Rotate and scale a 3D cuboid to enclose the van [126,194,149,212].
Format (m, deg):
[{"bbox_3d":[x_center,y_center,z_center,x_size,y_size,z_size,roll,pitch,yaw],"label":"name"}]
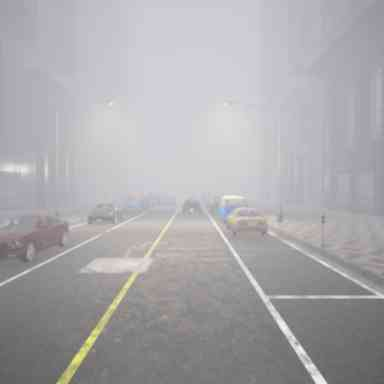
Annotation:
[{"bbox_3d":[-5.780,1.068,34.184,1.690,1.788,3.998,0,0,0],"label":"van"}]

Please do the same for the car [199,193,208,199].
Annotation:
[{"bbox_3d":[2.727,0.942,79.290,1.947,1.339,4.313,0,0,0],"label":"car"}]

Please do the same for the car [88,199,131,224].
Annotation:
[{"bbox_3d":[-5.775,1.381,22.913,1.947,1.339,4.313,0,0,0],"label":"car"}]

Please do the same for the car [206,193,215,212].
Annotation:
[{"bbox_3d":[2.745,1.167,34.200,1.967,1.590,4.097,0,0,0],"label":"car"}]

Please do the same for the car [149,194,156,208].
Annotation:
[{"bbox_3d":[-5.782,1.249,39.822,1.947,1.339,4.313,0,0,0],"label":"car"}]

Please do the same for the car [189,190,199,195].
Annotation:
[{"bbox_3d":[-0.023,1.012,64.738,1.801,1.575,5.366,0,1,0],"label":"car"}]

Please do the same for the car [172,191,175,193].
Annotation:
[{"bbox_3d":[-5.798,0.816,79.278,1.967,1.590,4.097,0,0,0],"label":"car"}]

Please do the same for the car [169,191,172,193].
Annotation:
[{"bbox_3d":[-5.794,0.904,68.004,1.967,1.590,4.097,0,0,0],"label":"car"}]

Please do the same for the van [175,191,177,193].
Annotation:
[{"bbox_3d":[-5.803,0.630,90.550,1.690,1.788,3.998,0,0,0],"label":"van"}]

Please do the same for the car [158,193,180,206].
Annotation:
[{"bbox_3d":[-3.019,1.254,45.528,2.033,1.411,5.357,0,0,0],"label":"car"}]

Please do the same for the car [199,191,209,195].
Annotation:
[{"bbox_3d":[2.736,0.992,56.744,1.967,1.590,4.097,0,0,0],"label":"car"}]

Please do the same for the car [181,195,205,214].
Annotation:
[{"bbox_3d":[-0.008,1.308,32.060,1.837,1.490,4.892,0,0,0],"label":"car"}]

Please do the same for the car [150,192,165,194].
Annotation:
[{"bbox_3d":[-5.787,0.910,51.093,2.192,1.841,5.009,0,0,0],"label":"car"}]

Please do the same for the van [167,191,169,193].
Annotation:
[{"bbox_3d":[-5.792,0.849,62.367,1.690,1.788,3.998,0,0,0],"label":"van"}]

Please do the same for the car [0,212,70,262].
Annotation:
[{"bbox_3d":[-5.770,1.449,11.640,1.887,1.381,4.507,0,0,0],"label":"car"}]

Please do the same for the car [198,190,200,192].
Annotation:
[{"bbox_3d":[2.731,0.779,68.016,2.192,1.841,5.009,0,0,0],"label":"car"}]

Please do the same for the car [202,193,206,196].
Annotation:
[{"bbox_3d":[2.741,1.190,45.473,2.008,1.369,4.403,0,0,0],"label":"car"}]

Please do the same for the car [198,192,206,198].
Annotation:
[{"bbox_3d":[2.722,0.729,90.561,1.967,1.590,4.097,0,0,0],"label":"car"}]

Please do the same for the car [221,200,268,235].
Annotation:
[{"bbox_3d":[2.752,1.384,17.462,1.752,1.417,4.829,0,0,0],"label":"car"}]

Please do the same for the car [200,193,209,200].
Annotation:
[{"bbox_3d":[2.729,0.965,73.654,1.887,1.381,4.507,0,0,0],"label":"car"}]

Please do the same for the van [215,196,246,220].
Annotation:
[{"bbox_3d":[2.750,1.157,22.927,1.690,1.788,3.998,0,0,0],"label":"van"}]

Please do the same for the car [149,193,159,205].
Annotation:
[{"bbox_3d":[-5.784,1.205,45.459,1.947,1.339,4.313,0,0,0],"label":"car"}]
